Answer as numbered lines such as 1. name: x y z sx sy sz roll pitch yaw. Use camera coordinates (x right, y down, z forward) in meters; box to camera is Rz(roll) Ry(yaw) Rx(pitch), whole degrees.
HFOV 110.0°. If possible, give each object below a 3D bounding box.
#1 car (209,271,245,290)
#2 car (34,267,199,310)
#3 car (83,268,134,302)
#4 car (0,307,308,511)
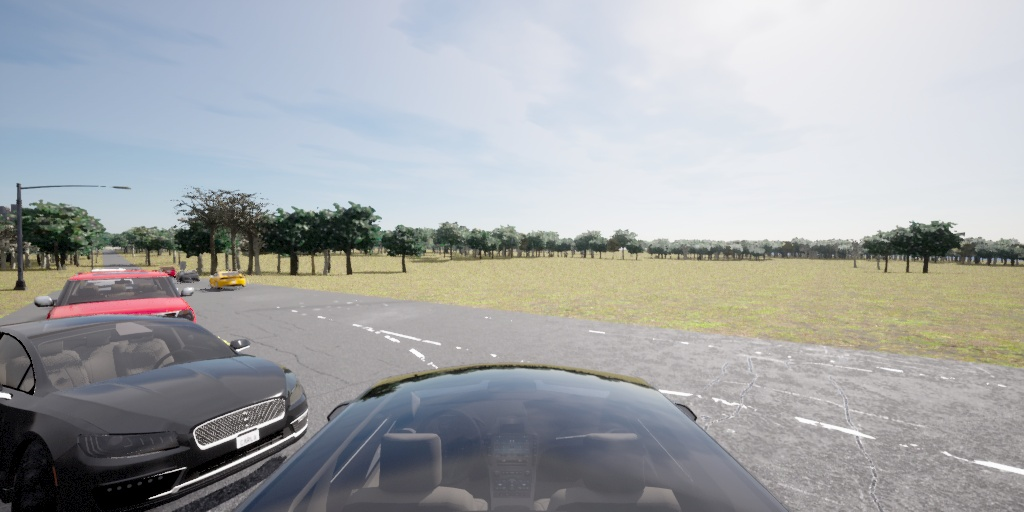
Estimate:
1. car: -25.402 2.102 31.940 5.008 1.535 1.882 -2 0 41
2. car: -9.426 1.386 8.669 5.566 2.045 2.150 -2 0 41
3. car: -27.922 1.890 24.855 5.566 2.045 2.150 -2 0 41
4. car: -4.540 1.445 3.996 4.892 1.490 1.837 -3 -3 21
